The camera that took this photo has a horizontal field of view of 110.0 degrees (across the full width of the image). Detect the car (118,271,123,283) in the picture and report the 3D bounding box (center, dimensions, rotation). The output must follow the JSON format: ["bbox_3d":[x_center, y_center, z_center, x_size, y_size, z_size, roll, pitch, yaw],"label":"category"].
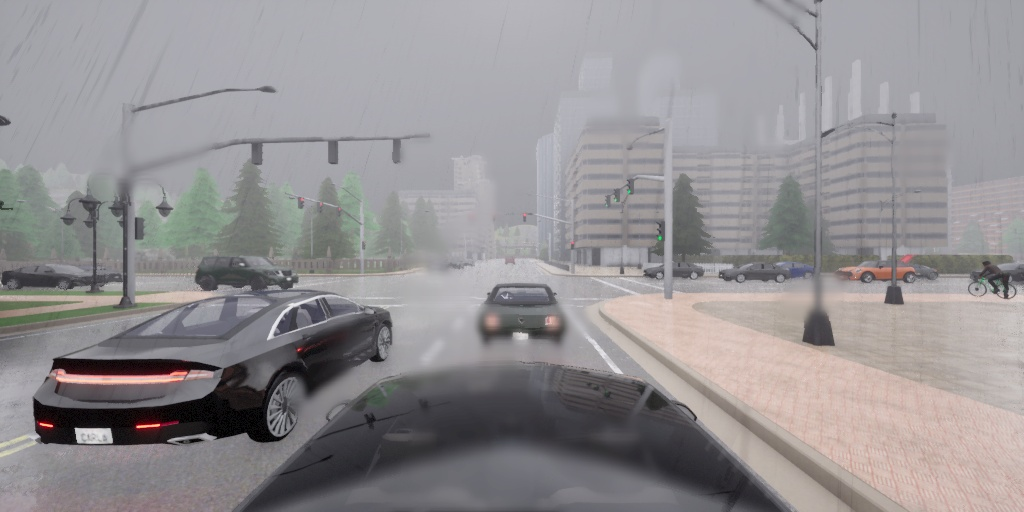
[{"bbox_3d":[-29.829,1.314,25.322,4.181,1.385,1.994,0,0,2],"label":"car"}]

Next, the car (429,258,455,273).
[{"bbox_3d":[-8.879,1.241,44.311,2.128,1.511,4.902,0,0,2],"label":"car"}]

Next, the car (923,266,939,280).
[{"bbox_3d":[33.255,1.314,30.445,4.181,1.385,1.994,0,0,1],"label":"car"}]

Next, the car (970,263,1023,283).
[{"bbox_3d":[37.522,1.228,26.792,5.008,1.535,1.882,0,0,2],"label":"car"}]

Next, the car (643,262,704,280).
[{"bbox_3d":[13.952,1.255,31.079,4.892,1.490,1.837,0,0,2],"label":"car"}]

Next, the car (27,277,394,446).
[{"bbox_3d":[-3.331,1.242,5.327,2.128,1.511,4.902,0,0,1],"label":"car"}]

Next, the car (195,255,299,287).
[{"bbox_3d":[-15.398,0.973,20.867,5.566,2.045,2.150,0,0,10],"label":"car"}]

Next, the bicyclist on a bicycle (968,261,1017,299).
[{"bbox_3d":[21.176,1.051,15.851,0.582,1.620,1.656,0,0,2],"label":"bicyclist on a bicycle"}]

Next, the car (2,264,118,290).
[{"bbox_3d":[-27.555,1.228,21.742,5.008,1.535,1.882,0,0,2],"label":"car"}]

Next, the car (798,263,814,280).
[{"bbox_3d":[23.300,1.228,30.773,5.008,1.535,1.882,0,0,2],"label":"car"}]

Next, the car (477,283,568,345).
[{"bbox_3d":[0.260,1.351,9.480,1.895,1.301,4.718,0,0,1],"label":"car"}]

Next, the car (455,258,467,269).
[{"bbox_3d":[-8.546,1.102,54.039,2.097,1.767,4.553,0,0,2],"label":"car"}]

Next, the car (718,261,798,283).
[{"bbox_3d":[18.474,1.255,27.430,4.892,1.490,1.837,0,0,2],"label":"car"}]

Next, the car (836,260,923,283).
[{"bbox_3d":[27.407,1.102,27.135,4.553,1.767,2.097,0,0,2],"label":"car"}]

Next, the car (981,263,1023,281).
[{"bbox_3d":[43.467,1.297,30.081,5.357,1.411,2.033,0,0,2],"label":"car"}]
